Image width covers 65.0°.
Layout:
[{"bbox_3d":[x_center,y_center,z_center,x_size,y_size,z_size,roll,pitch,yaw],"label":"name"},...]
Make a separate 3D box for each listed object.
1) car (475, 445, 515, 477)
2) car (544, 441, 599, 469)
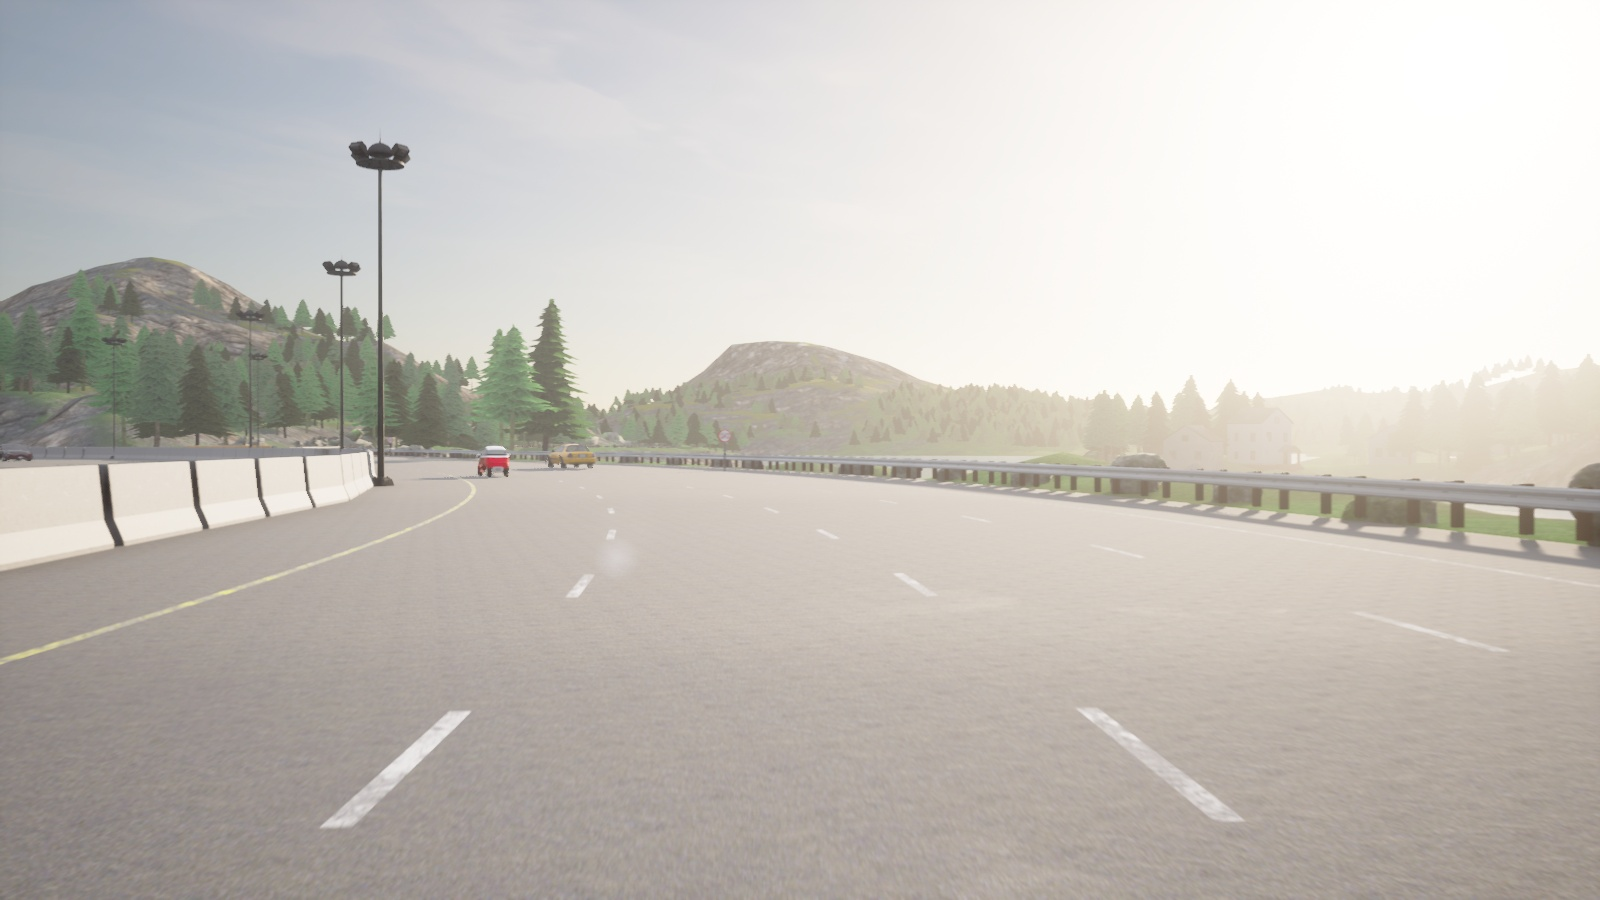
[{"bbox_3d":[-13.746,0.477,56.540,1.481,1.376,2.207,0,1,-20],"label":"car"},{"bbox_3d":[-13.496,0.263,73.892,1.801,1.575,5.366,0,0,-26],"label":"car"}]
